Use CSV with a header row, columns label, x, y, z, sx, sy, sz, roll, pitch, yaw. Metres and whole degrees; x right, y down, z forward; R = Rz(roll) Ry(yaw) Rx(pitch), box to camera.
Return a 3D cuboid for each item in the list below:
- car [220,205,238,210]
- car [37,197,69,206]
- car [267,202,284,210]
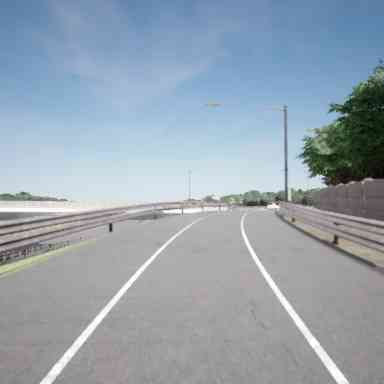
label,x,y,z,sx,sy,sz,roll,pitch,yaw
car,8.464,3.268,77.247,4.553,1.767,2.097,3,-4,-35
car,-25.860,2.082,61.922,5.566,2.045,2.150,1,-3,-14
car,22.080,3.818,88.063,5.566,2.045,2.150,3,-5,-43
